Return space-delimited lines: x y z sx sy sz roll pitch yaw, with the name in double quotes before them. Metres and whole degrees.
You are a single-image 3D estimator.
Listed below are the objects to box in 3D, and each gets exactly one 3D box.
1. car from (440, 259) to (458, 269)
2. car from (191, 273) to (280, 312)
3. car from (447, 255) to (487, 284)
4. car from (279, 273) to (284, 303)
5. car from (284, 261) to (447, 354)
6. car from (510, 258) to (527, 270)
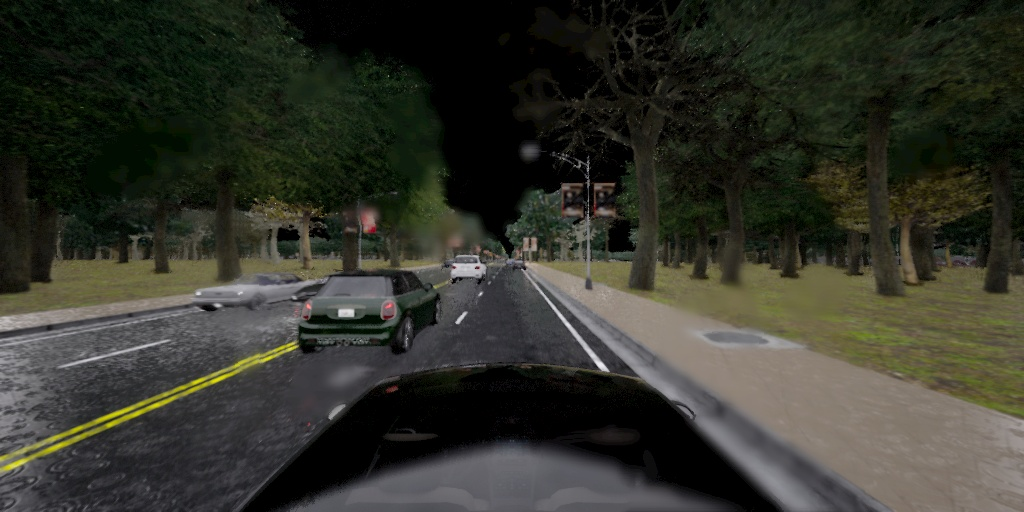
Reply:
"car" -9.937 1.271 56.757 1.994 1.385 4.181 0 0 0
"car" -9.860 1.349 14.238 1.895 1.301 4.718 0 0 0
"car" -3.186 0.962 27.102 2.150 2.045 5.566 0 0 0
"car" -6.610 1.296 14.539 2.033 1.411 5.357 0 0 0
"car" -3.155 1.102 8.951 2.097 1.767 4.553 0 0 0
"car" 1.020 1.242 50.132 1.812 1.442 4.674 0 0 0
